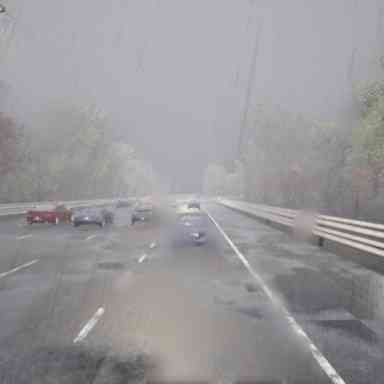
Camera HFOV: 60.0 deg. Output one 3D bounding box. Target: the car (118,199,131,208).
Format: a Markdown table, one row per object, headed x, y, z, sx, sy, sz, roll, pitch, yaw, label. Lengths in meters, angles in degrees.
| x | y | z | sx | sy | sz | roll | pitch | yaw | label |
| --- | --- | --- | --- | --- | --- | --- | --- | --- | --- |
| -10.209 | 1.803 | 51.046 | 1.837 | 1.490 | 4.892 | 0 | 0 | 0 | car |

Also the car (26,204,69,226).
| x | y | z | sx | sy | sz | roll | pitch | yaw | label |
| --- | --- | --- | --- | --- | --- | --- | --- | --- | --- |
| -10.339 | 1.618 | 24.703 | 1.882 | 1.535 | 5.008 | 0 | 0 | 0 | car |

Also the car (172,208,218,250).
| x | y | z | sx | sy | sz | roll | pitch | yaw | label |
| --- | --- | --- | --- | --- | --- | --- | --- | --- | --- |
| 0.119 | 1.632 | 14.653 | 2.033 | 1.411 | 5.357 | 0 | 0 | 0 | car |

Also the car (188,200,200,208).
| x | y | z | sx | sy | sz | roll | pitch | yaw | label |
| --- | --- | --- | --- | --- | --- | --- | --- | --- | --- |
| 0.297 | 1.907 | 52.296 | 1.895 | 1.301 | 4.718 | 0 | 0 | 0 | car |

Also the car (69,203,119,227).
| x | y | z | sx | sy | sz | roll | pitch | yaw | label |
| --- | --- | --- | --- | --- | --- | --- | --- | --- | --- |
| -6.844 | 1.700 | 23.672 | 1.994 | 1.385 | 4.181 | 0 | 0 | 0 | car |

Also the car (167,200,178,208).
| x | y | z | sx | sy | sz | roll | pitch | yaw | label |
| --- | --- | --- | --- | --- | --- | --- | --- | --- | --- |
| -3.203 | 1.906 | 52.248 | 1.895 | 1.301 | 4.718 | 0 | 0 | 0 | car |

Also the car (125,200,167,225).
| x | y | z | sx | sy | sz | roll | pitch | yaw | label |
| --- | --- | --- | --- | --- | --- | --- | --- | --- | --- |
| -3.338 | 1.637 | 25.066 | 2.128 | 1.511 | 4.902 | 0 | 0 | 0 | car |
